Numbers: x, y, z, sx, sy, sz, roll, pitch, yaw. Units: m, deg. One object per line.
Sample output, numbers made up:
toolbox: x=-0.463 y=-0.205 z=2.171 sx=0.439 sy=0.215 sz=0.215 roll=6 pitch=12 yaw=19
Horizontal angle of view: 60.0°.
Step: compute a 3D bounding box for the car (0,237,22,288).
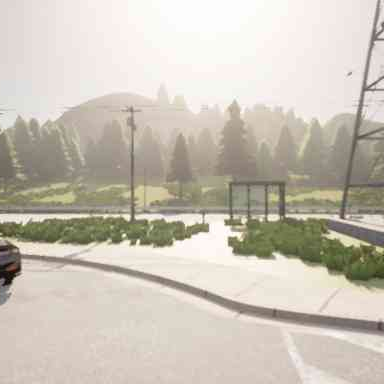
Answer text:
car: x=-6.095 y=1.511 z=8.020 sx=4.902 sy=1.511 sz=2.128 roll=0 pitch=0 yaw=33
